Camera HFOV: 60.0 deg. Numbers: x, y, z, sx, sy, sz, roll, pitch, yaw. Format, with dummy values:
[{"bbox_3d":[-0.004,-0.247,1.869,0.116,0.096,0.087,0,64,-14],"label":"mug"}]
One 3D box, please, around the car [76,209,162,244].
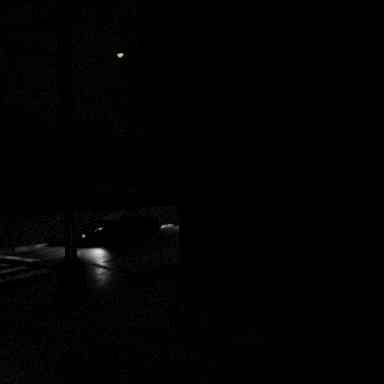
[{"bbox_3d":[-3.390,1.576,16.258,1.812,1.442,4.674,-4,-1,34],"label":"car"}]
